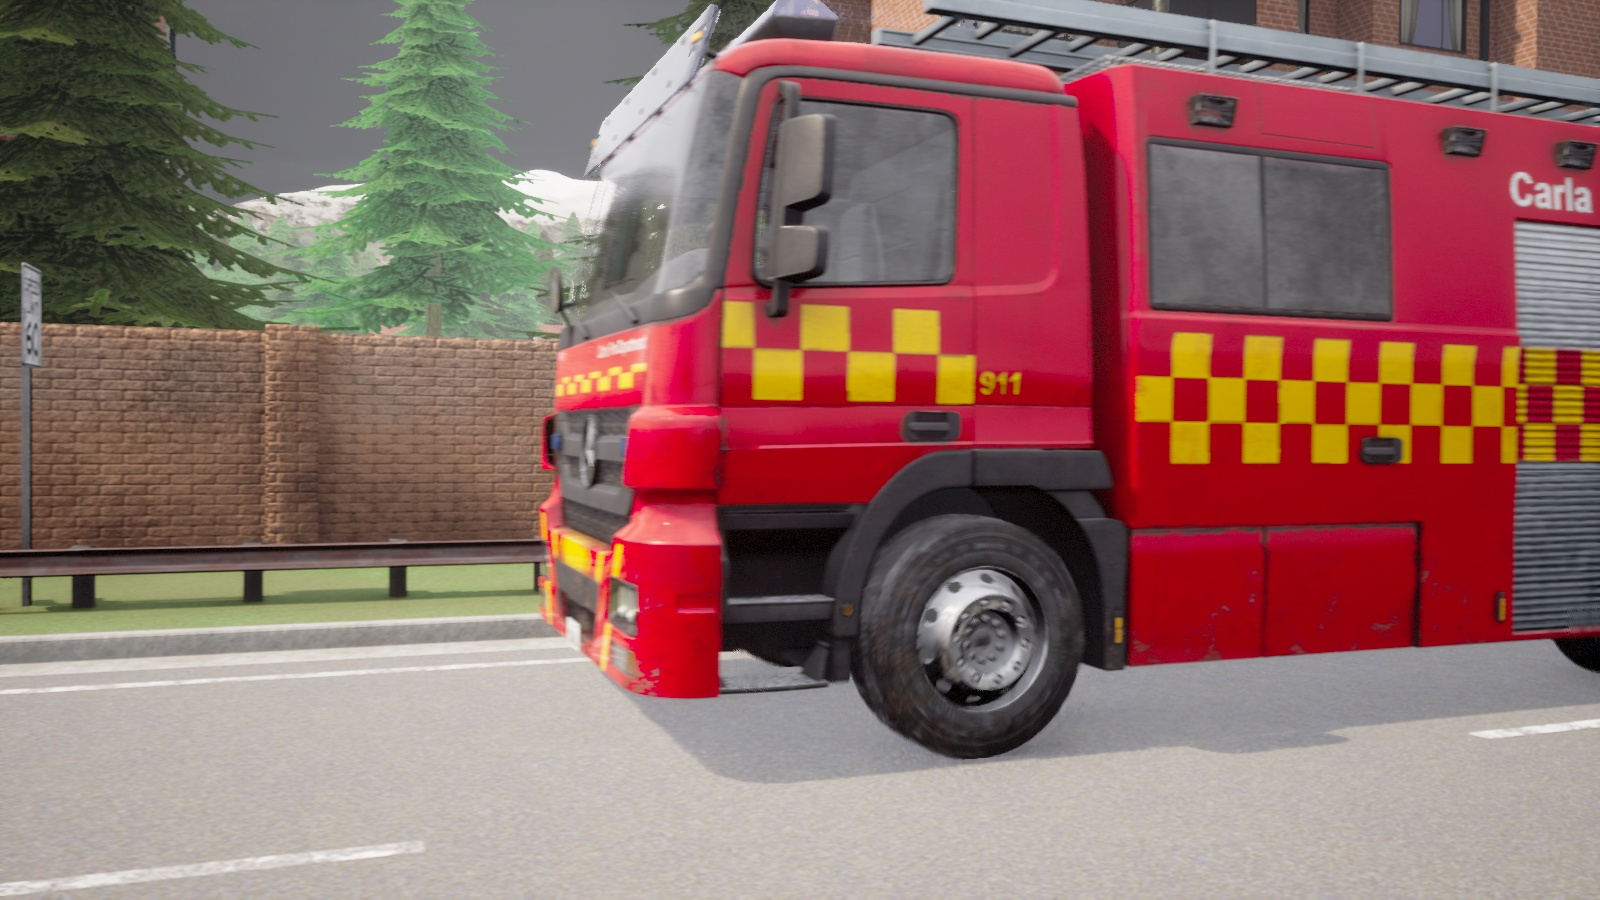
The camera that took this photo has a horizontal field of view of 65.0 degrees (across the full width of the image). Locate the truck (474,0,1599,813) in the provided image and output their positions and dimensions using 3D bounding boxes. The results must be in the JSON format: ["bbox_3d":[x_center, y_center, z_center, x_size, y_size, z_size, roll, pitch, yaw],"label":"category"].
[{"bbox_3d":[2.484,-0.530,7.912,8.468,3.827,2.891,-1,1,-21],"label":"truck"}]
